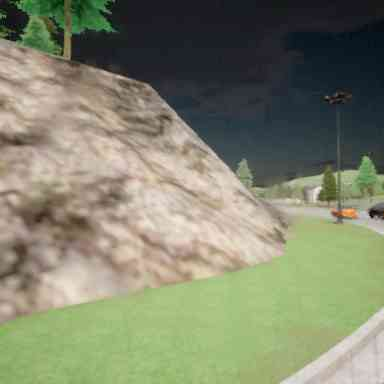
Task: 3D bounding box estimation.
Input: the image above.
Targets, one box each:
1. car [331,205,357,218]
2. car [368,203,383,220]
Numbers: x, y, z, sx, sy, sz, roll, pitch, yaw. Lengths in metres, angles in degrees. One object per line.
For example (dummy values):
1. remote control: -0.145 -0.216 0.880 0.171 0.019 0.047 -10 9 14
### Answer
1. car: 20.159 2.564 44.368 2.097 1.767 4.553 0 -2 6
2. car: 23.307 2.294 40.076 2.150 2.045 5.566 0 -1 7
